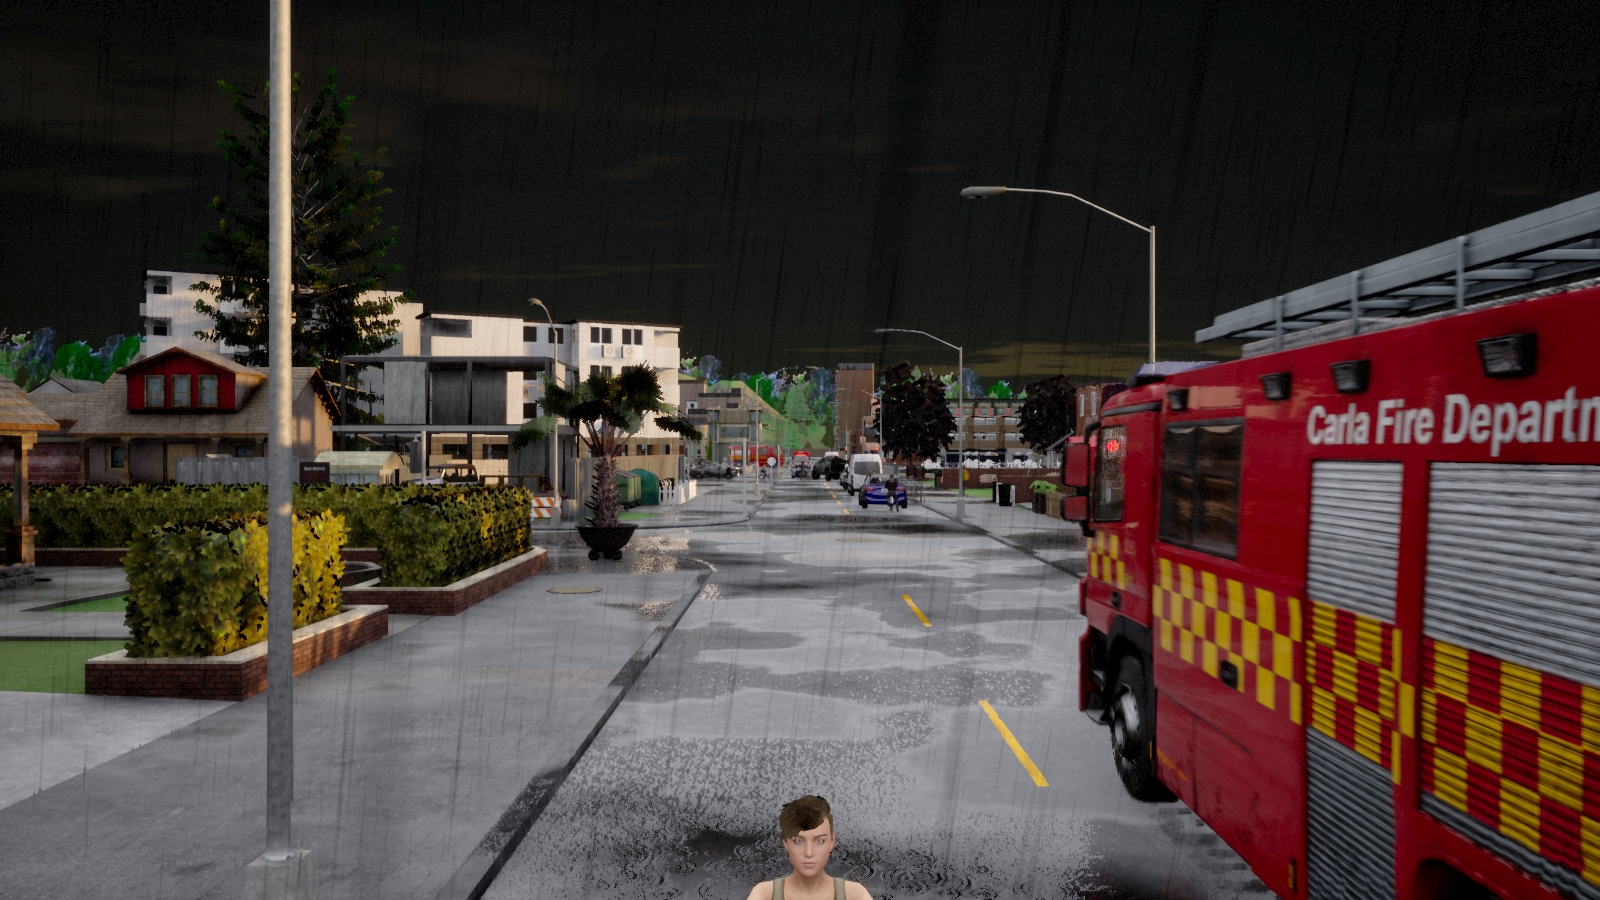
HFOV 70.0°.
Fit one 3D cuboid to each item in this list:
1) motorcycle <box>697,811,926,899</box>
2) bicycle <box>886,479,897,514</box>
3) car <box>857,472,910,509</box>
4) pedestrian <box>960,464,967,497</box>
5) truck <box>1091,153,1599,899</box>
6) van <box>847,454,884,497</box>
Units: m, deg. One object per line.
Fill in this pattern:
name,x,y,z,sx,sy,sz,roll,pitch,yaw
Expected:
motorcycle,0.039,2.155,3.558,0.764,1.307,2.356,0,0,0
bicycle,4.077,2.060,50.936,0.329,1.471,1.835,0,0,0
car,4.046,1.967,56.171,2.242,1.667,4.611,0,0,0
pedestrian,9.305,1.744,65.050,0.375,1.860,0.375,0,0,0
truck,4.227,0.890,6.852,2.891,3.827,8.468,0,0,1
van,4.045,1.534,71.355,1.988,2.561,5.915,0,0,0
